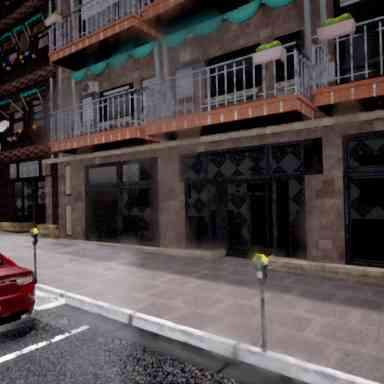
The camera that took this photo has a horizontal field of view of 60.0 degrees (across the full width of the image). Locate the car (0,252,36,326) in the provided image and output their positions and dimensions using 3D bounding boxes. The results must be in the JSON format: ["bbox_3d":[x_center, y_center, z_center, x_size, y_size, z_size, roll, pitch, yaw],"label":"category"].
[{"bbox_3d":[-4.668,1.550,6.080,4.507,1.381,1.887,0,-1,36],"label":"car"}]
